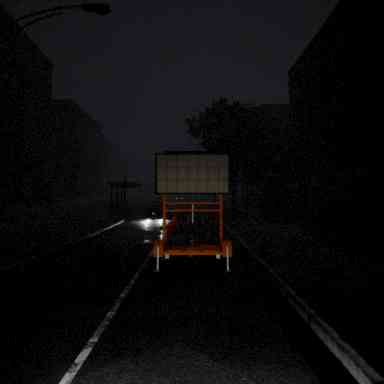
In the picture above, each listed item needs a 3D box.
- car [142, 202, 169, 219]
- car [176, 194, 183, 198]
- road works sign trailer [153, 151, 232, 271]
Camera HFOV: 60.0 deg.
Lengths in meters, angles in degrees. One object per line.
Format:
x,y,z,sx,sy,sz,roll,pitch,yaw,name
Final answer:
-3.059,1.531,28.422,1.994,1.385,4.181,0,0,0,car
-3.361,0.854,90.895,1.812,1.442,4.674,0,0,0,car
0.023,0.470,10.849,2.380,3.560,2.880,0,0,0,road works sign trailer
